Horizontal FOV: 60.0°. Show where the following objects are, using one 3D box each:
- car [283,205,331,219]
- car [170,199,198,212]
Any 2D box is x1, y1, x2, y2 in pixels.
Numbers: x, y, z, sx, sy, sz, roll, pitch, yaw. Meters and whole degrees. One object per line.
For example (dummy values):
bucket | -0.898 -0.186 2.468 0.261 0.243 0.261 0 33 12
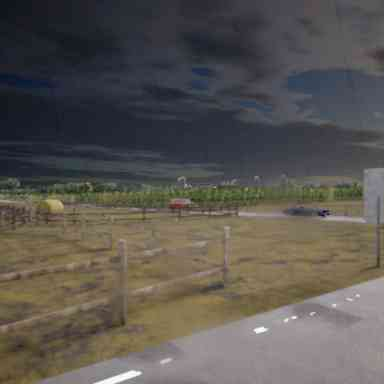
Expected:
car | 11.867 2.017 34.464 1.895 1.301 4.718 0 -1 -36
car | -1.365 2.080 52.893 2.150 2.045 5.566 0 -1 -35
